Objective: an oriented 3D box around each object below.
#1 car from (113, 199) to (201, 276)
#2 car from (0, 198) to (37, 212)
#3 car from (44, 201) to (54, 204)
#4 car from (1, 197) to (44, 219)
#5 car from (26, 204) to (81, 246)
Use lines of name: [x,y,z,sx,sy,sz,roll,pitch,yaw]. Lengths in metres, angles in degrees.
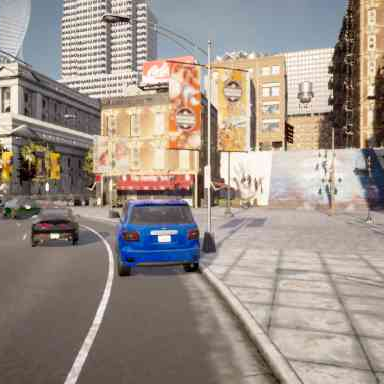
car: [-1.297,1.218,10.621,2.150,2.045,5.566,0,0,-14]
car: [-20.128,1.497,38.354,4.674,1.452,2.002,0,0,37]
car: [-15.682,1.577,34.738,1.895,1.301,4.718,0,0,-43]
car: [-15.085,1.334,29.341,2.097,1.767,4.553,0,0,-41]
car: [-6.332,1.497,15.492,1.837,1.490,4.892,1,0,-21]
